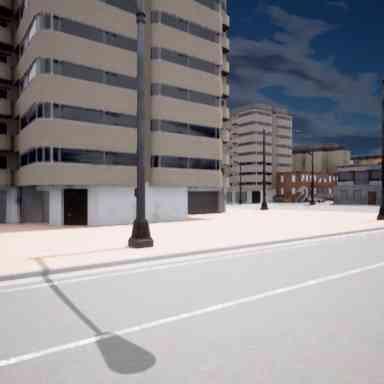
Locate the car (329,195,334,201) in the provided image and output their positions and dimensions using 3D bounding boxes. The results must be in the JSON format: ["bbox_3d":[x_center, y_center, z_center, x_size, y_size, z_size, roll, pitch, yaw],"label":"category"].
[{"bbox_3d":[35.713,1.395,80.456,2.152,1.636,5.027,0,0,-37],"label":"car"}]

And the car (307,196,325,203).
[{"bbox_3d":[28.589,1.766,76.458,1.970,1.475,3.806,0,-1,-37],"label":"car"}]
